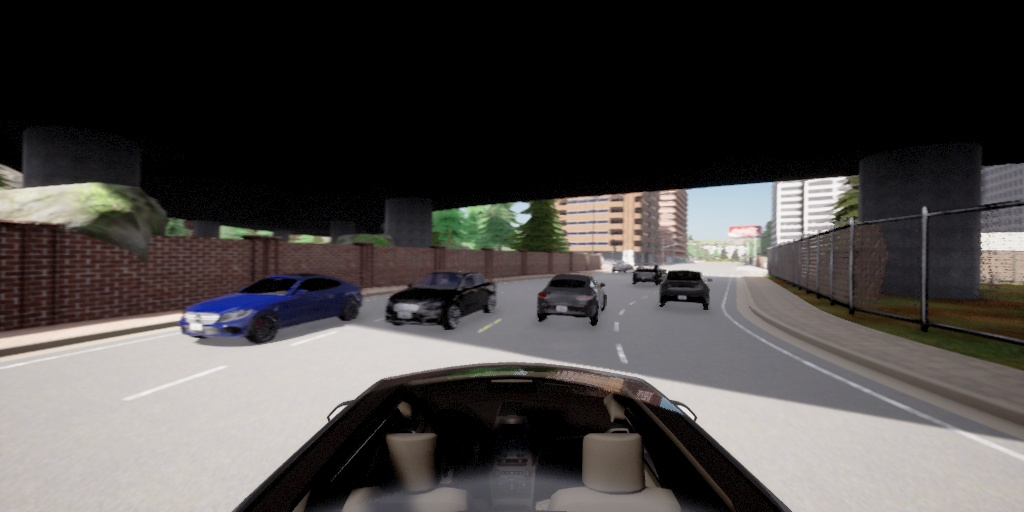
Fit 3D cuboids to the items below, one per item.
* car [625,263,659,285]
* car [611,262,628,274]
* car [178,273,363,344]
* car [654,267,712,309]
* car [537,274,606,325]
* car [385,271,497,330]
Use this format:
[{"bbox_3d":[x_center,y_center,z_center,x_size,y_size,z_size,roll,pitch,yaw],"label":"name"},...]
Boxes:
[{"bbox_3d":[10.634,1.428,27.631,2.128,1.511,4.902,1,0,32],"label":"car"},{"bbox_3d":[14.591,1.549,47.429,2.128,1.511,4.902,1,0,32],"label":"car"},{"bbox_3d":[-5.950,1.207,9.627,1.812,1.442,4.674,1,0,13],"label":"car"},{"bbox_3d":[7.752,1.385,16.049,1.837,1.490,4.892,0,0,28],"label":"car"},{"bbox_3d":[2.115,1.322,12.179,1.812,1.442,4.674,0,0,18],"label":"car"},{"bbox_3d":[-1.958,1.230,11.299,2.128,1.511,4.902,1,0,17],"label":"car"}]
